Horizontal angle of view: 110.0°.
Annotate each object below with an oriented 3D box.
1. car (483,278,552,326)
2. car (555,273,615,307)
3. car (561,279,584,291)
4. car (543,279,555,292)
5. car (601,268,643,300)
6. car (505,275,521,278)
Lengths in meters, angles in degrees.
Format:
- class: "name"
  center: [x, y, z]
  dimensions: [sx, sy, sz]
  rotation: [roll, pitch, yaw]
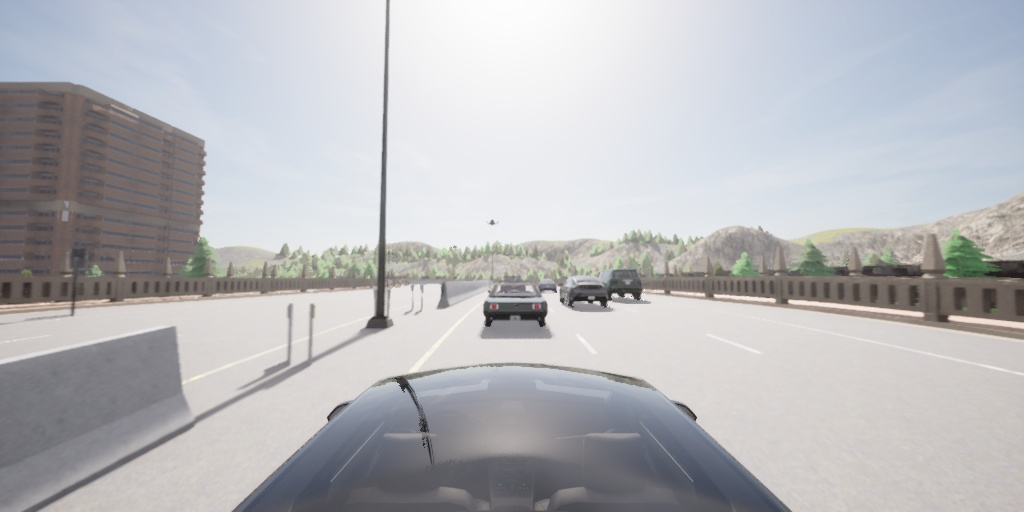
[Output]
- class: "car"
  center: [0.098, 1.559, 12.374]
  dimensions: [1.895, 1.301, 4.718]
  rotation: [0, -2, 0]
- class: "car"
  center: [3.597, 1.803, 18.659]
  dimensions: [1.837, 1.490, 4.892]
  rotation: [0, -4, 0]
- class: "car"
  center: [7.092, 3.442, 42.694]
  dimensions: [1.994, 1.385, 4.181]
  rotation: [0, -4, 0]
- class: "car"
  center: [3.593, 3.137, 38.050]
  dimensions: [1.994, 1.385, 4.181]
  rotation: [0, -4, 0]
- class: "car"
  center: [7.097, 1.915, 24.642]
  dimensions: [2.150, 2.045, 5.566]
  rotation: [0, -4, 0]
- class: "car"
  center: [0.095, 2.485, 31.341]
  dimensions: [2.097, 1.767, 4.553]
  rotation: [0, -4, 0]
